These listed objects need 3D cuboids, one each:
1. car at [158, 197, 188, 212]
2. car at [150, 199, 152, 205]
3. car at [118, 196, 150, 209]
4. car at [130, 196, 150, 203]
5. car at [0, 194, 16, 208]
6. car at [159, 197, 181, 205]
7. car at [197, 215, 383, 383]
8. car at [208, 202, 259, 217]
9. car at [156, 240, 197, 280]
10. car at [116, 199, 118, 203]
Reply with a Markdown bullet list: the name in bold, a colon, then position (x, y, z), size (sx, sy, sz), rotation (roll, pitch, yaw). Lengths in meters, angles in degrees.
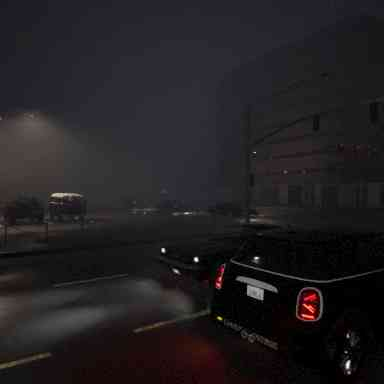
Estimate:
- **car**: position (-2.381, 1.581, 39.208), size (1.812, 1.442, 4.674), rotation (0, 0, -36)
- **car**: position (-8.927, 1.581, 60.840), size (1.812, 1.442, 4.674), rotation (0, 0, -36)
- **car**: position (-8.309, 1.407, 47.560), size (2.097, 1.767, 4.553), rotation (0, 0, -35)
- **car**: position (-10.943, 1.601, 69.694), size (2.033, 1.411, 5.357), rotation (0, 0, -35)
- **car**: position (-31.741, 1.209, 56.446), size (1.932, 1.855, 4.605), rotation (0, 0, -35)
- **car**: position (-4.079, 1.581, 60.056), size (1.812, 1.442, 4.674), rotation (0, 0, -36)
- **car**: position (2.574, 1.352, 5.637), size (4.553, 1.767, 2.097), rotation (0, 0, -35)
- **car**: position (3.661, 1.603, 30.682), size (2.033, 1.411, 5.357), rotation (0, 0, -35)
- **car**: position (1.417, 1.601, 9.315), size (4.718, 1.301, 1.895), rotation (0, 0, -36)
- **car**: position (-13.980, 1.619, 67.962), size (1.994, 1.385, 4.181), rotation (0, 0, -35)
